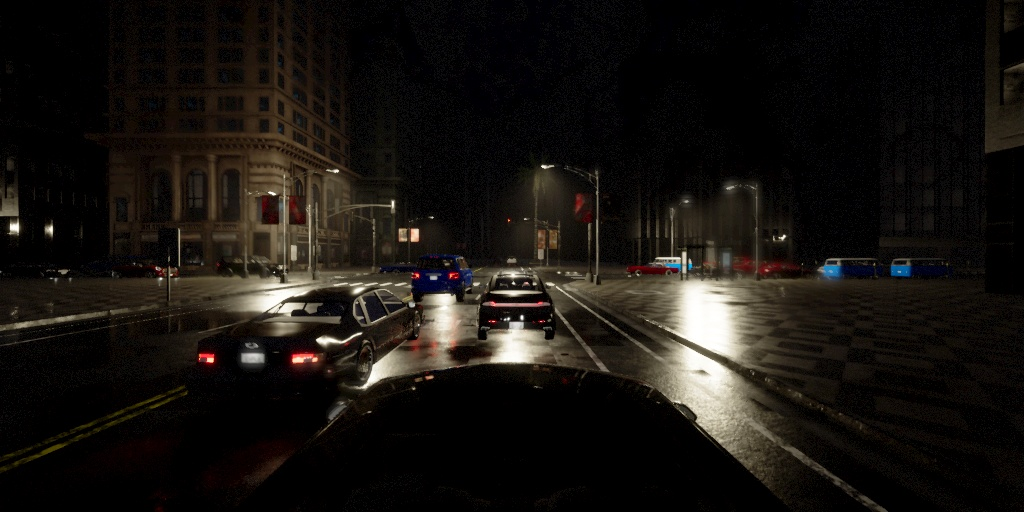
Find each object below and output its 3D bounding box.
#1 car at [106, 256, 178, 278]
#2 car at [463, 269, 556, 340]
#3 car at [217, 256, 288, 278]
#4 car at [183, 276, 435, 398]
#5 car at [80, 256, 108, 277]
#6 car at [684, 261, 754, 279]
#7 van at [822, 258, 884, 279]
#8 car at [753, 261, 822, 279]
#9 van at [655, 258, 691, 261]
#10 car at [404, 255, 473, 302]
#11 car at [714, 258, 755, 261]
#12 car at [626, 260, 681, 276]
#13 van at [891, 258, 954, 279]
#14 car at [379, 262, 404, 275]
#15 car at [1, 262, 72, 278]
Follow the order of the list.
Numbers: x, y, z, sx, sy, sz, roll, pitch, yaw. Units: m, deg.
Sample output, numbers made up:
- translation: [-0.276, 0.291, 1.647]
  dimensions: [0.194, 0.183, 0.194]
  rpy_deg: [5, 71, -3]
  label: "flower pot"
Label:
- translation: [-33.178, 1.138, 32.542]
  dimensions: [4.553, 1.767, 2.097]
  rpy_deg: [0, 0, 0]
  label: "car"
- translation: [0.088, 1.240, 9.956]
  dimensions: [2.128, 1.511, 4.902]
  rpy_deg: [0, 0, 0]
  label: "car"
- translation: [-23.459, 0.996, 32.493]
  dimensions: [5.566, 2.045, 2.150]
  rpy_deg: [0, 0, 0]
  label: "car"
- translation: [-3.150, 1.297, 6.886]
  dimensions: [2.033, 1.411, 5.357]
  rpy_deg: [0, 0, 0]
  label: "car"
- translation: [-39.396, 1.006, 35.765]
  dimensions: [5.566, 2.045, 2.150]
  rpy_deg: [0, 0, 0]
  label: "car"
- translation: [17.056, 1.298, 29.815]
  dimensions: [4.403, 1.370, 2.007]
  rpy_deg: [0, 0, 0]
  label: "car"
- translation: [28.411, 1.081, 29.824]
  dimensions: [3.998, 1.789, 1.690]
  rpy_deg: [0, 0, 0]
  label: "van"
- translation: [22.734, 1.326, 29.819]
  dimensions: [4.207, 1.307, 1.802]
  rpy_deg: [0, 0, 0]
  label: "car"
- translation: [17.047, 1.064, 38.340]
  dimensions: [3.998, 1.789, 1.690]
  rpy_deg: [0, 0, 0]
  label: "van"
- translation: [-3.159, 0.972, 17.127]
  dimensions: [2.150, 2.045, 5.566]
  rpy_deg: [0, 0, 0]
  label: "car"
- translation: [23.319, 1.204, 35.679]
  dimensions: [5.008, 1.535, 1.882]
  rpy_deg: [0, 0, 0]
  label: "car"
- translation: [13.877, 1.334, 35.673]
  dimensions: [4.718, 1.301, 1.895]
  rpy_deg: [0, 0, 2]
  label: "car"
- translation: [34.088, 1.079, 29.830]
  dimensions: [3.998, 1.789, 1.690]
  rpy_deg: [0, 0, 0]
  label: "van"
- translation: [-11.996, 1.352, 38.891]
  dimensions: [1.895, 1.301, 4.718]
  rpy_deg: [0, 0, 30]
  label: "car"
- translation: [-43.161, 1.290, 32.590]
  dimensions: [4.902, 1.511, 2.128]
  rpy_deg: [0, 0, 0]
  label: "car"
